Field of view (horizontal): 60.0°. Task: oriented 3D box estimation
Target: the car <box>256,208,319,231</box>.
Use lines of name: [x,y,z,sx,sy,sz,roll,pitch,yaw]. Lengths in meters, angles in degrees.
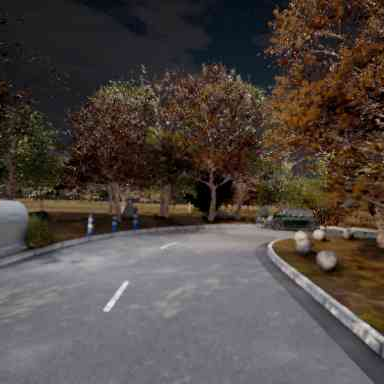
car: [7.155,1.956,25.071,4.553,1.767,2.097,3,-2,-16]
